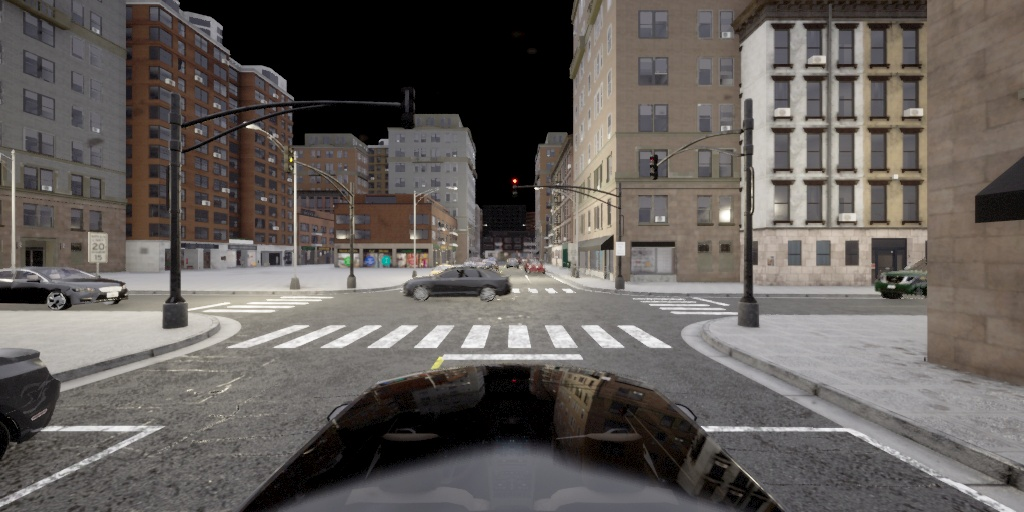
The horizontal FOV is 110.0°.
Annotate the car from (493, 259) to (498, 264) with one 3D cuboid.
[{"bbox_3d":[-2.824,1.316,38.108,1.994,1.385,4.181,0,0,0],"label":"car"}]

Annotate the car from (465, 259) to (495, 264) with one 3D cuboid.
[{"bbox_3d":[-2.821,1.242,28.207,2.128,1.511,4.902,0,0,2],"label":"car"}]

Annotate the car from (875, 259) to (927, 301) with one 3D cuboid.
[{"bbox_3d":[20.049,1.085,16.331,5.566,2.045,2.150,1,0,0],"label":"car"}]

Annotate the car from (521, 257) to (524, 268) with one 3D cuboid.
[{"bbox_3d":[2.663,1.067,45.537,2.192,1.841,5.009,0,0,0],"label":"car"}]

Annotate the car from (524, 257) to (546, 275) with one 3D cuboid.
[{"bbox_3d":[2.659,1.191,39.875,1.967,1.591,4.097,0,0,0],"label":"car"}]

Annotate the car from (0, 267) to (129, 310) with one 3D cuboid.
[{"bbox_3d":[-17.276,1.162,13.382,4.902,1.511,2.128,0,0,2],"label":"car"}]

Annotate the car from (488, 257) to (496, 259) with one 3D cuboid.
[{"bbox_3d":[-2.810,1.278,48.183,1.812,1.442,4.674,0,0,0],"label":"car"}]

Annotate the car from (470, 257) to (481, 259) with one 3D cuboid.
[{"bbox_3d":[-5.359,1.068,51.205,2.192,1.841,5.009,0,0,0],"label":"car"}]

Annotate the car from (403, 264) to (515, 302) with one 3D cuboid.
[{"bbox_3d":[-2.424,1.250,16.325,4.892,1.490,1.837,0,0,0],"label":"car"}]

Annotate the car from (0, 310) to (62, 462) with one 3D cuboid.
[{"bbox_3d":[-5.388,1.300,1.711,2.007,1.370,4.403,0,0,0],"label":"car"}]

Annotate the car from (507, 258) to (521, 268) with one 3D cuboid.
[{"bbox_3d":[0.127,1.318,58.606,1.994,1.385,4.181,0,0,1],"label":"car"}]
